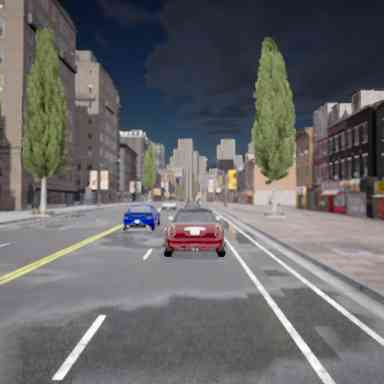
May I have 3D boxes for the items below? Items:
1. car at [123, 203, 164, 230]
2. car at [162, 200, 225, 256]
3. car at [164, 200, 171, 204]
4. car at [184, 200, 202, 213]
[{"bbox_3d":[-3.150,1.550,21.656,1.882,1.535,5.008,0,0,0],"label":"car"},{"bbox_3d":[0.100,1.391,13.370,2.097,1.767,4.553,0,0,0],"label":"car"},{"bbox_3d":[-3.148,1.862,47.992,1.895,1.301,4.718,0,-1,0],"label":"car"},{"bbox_3d":[0.102,1.741,39.664,1.994,1.385,4.181,0,0,0],"label":"car"}]
